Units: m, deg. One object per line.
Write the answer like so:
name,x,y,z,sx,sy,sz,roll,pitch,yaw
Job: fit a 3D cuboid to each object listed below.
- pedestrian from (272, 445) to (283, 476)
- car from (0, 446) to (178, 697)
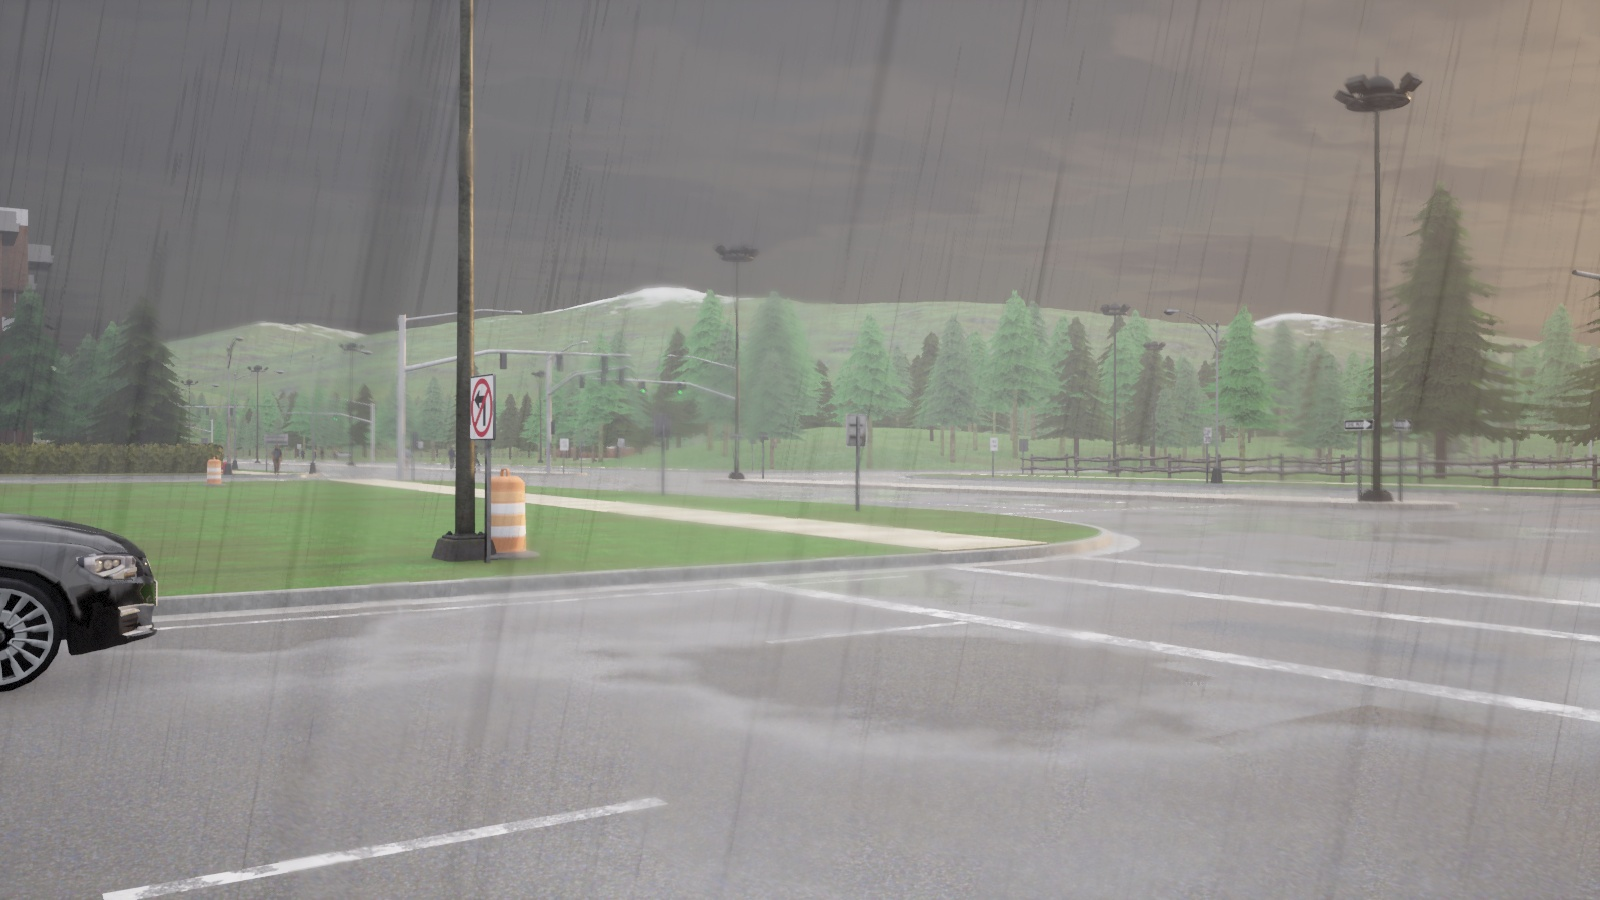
pedestrian,-30.994,0.629,74.499,0.540,1.848,0.694,0,0,-30
car,-6.631,0.734,7.573,4.902,1.511,2.128,0,0,-35
